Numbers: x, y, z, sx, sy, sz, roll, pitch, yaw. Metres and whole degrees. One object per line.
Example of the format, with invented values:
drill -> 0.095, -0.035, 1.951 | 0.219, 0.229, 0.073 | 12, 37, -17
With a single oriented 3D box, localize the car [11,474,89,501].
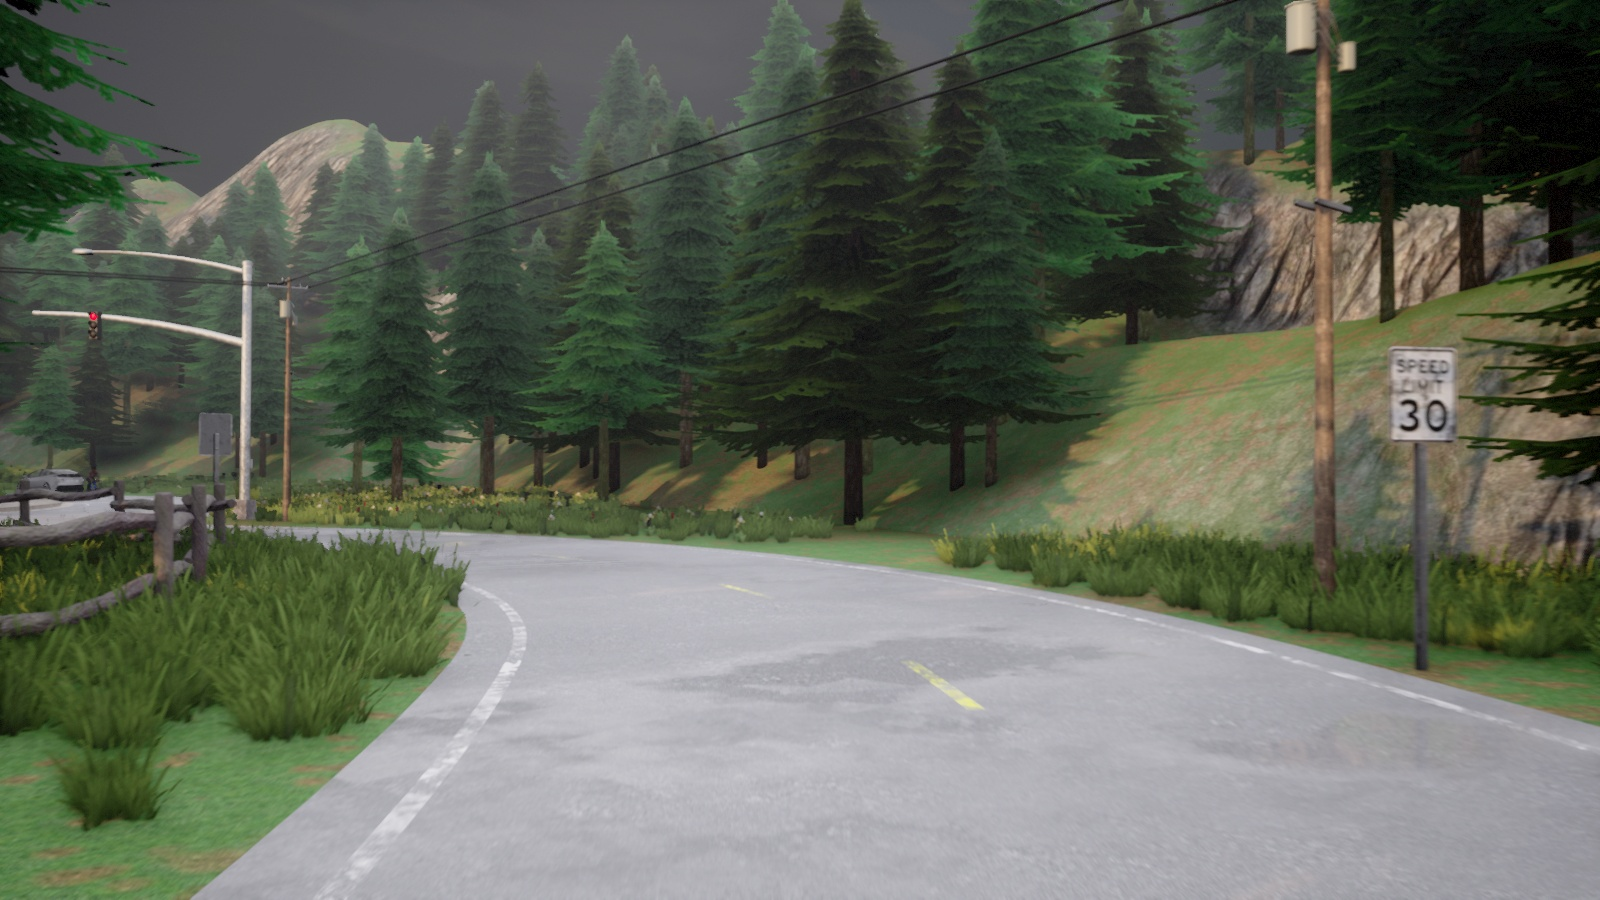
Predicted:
car -> -42.447, 2.103, 71.077 | 4.514, 1.525, 2.007 | -1, -1, 33
